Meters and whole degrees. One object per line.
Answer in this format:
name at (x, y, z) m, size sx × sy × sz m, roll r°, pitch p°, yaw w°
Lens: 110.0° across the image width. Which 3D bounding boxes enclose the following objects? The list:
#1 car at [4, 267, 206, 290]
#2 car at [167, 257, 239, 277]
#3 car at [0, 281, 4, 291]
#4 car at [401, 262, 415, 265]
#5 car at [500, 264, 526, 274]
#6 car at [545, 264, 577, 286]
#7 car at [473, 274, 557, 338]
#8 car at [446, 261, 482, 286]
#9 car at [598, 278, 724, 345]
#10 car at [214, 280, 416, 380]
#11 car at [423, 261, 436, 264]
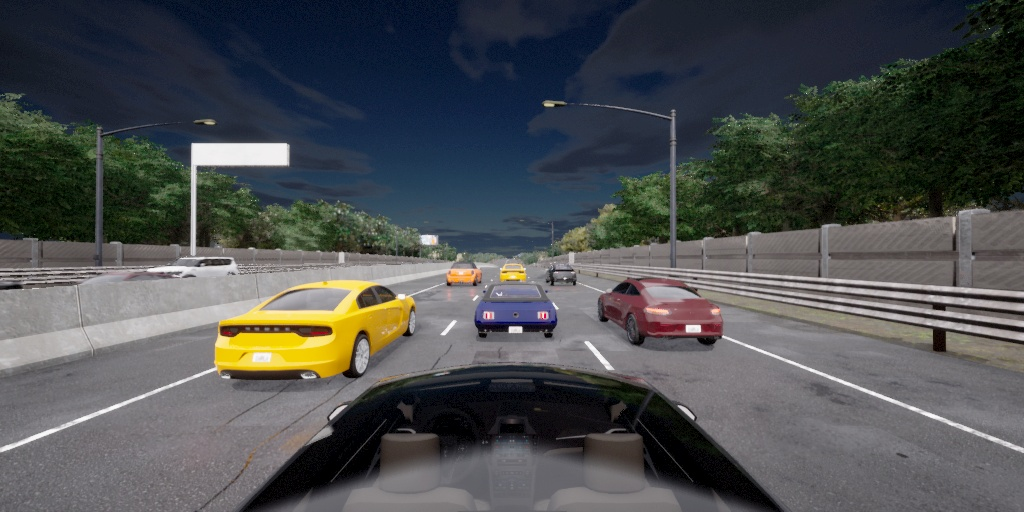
car at (-14.112, 1.298, 12.993) m, size 1.812 × 1.442 × 4.674 m, roll 0°, pitch 0°, yaw 0°
car at (-21.124, 1.064, 24.044) m, size 2.150 × 2.045 × 5.566 m, roll 0°, pitch 0°, yaw 0°
car at (-17.609, 1.239, 10.094) m, size 1.882 × 1.535 × 5.008 m, roll 0°, pitch 0°, yaw 0°
car at (-17.566, 1.757, 61.064) m, size 1.837 × 1.490 × 4.892 m, roll 0°, pitch -1°, yaw 0°
car at (0.072, 1.356, 27.937) m, size 1.882 × 1.535 × 5.008 m, roll 0°, pitch -1°, yaw 0°
car at (3.578, 1.359, 26.721) m, size 2.128 × 1.511 × 4.902 m, roll 0°, pitch -1°, yaw 0°
car at (0.093, 1.364, 10.205) m, size 1.895 × 1.301 × 4.718 m, roll 0°, pitch 0°, yaw 0°
car at (-3.430, 1.216, 26.407) m, size 2.097 × 1.767 × 4.553 m, roll 0°, pitch -1°, yaw 1°
car at (3.592, 1.287, 9.411) m, size 1.812 × 1.442 × 4.674 m, roll 0°, pitch 0°, yaw 0°
car at (-3.406, 1.233, 7.358) m, size 1.882 × 1.535 × 5.008 m, roll 0°, pitch 0°, yaw 0°
car at (-14.066, 1.611, 61.163) m, size 2.097 × 1.767 × 4.553 m, roll 0°, pitch -1°, yaw 0°
